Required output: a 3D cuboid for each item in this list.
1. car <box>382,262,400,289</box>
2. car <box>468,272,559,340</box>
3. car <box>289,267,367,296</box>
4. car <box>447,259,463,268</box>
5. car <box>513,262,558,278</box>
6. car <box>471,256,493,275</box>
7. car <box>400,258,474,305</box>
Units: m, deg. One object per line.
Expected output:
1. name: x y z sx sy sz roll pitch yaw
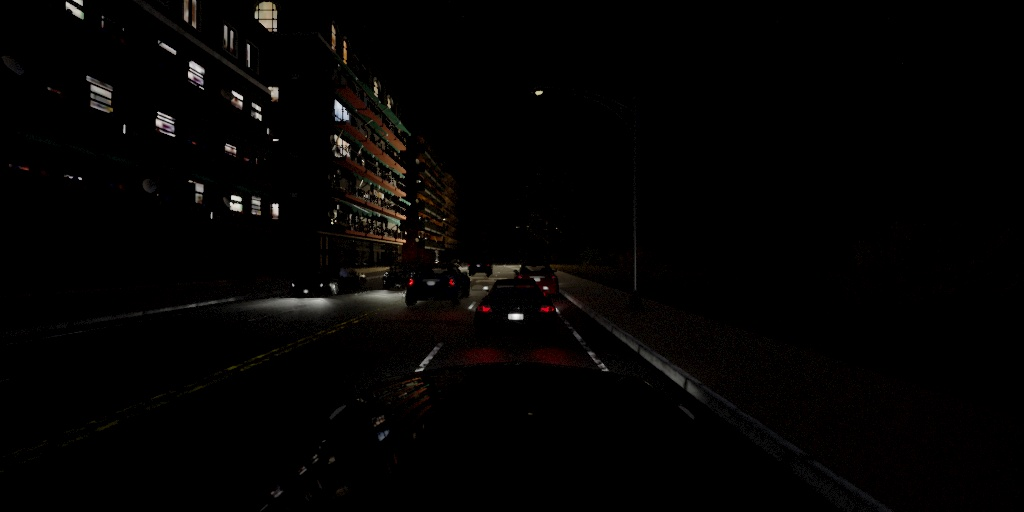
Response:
1. car: -6.583 1.104 22.889 2.097 1.767 4.553 0 0 0
2. car: 0.101 1.315 9.954 1.994 1.385 4.181 0 0 0
3. car: -9.836 1.299 19.766 2.033 1.411 5.357 0 0 0
4. car: -9.768 1.257 61.621 1.837 1.490 4.892 0 -1 0
5. car: 1.151 1.103 18.533 2.097 1.767 4.553 0 0 0
6. car: -3.122 0.975 36.049 2.150 2.045 5.566 0 0 0
7. car: -3.139 1.103 16.053 2.097 1.767 4.553 0 0 0
